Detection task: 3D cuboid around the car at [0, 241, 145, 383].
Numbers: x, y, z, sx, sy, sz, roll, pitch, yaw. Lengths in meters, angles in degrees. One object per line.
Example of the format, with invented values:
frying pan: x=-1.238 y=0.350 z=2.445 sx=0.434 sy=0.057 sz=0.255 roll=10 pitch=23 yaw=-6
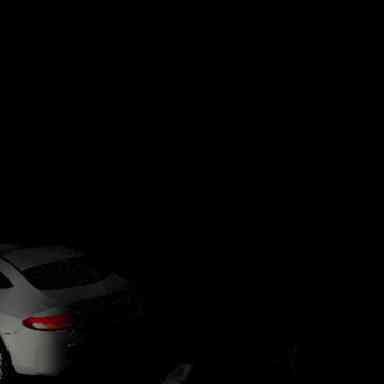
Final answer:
car: x=-2.783 y=1.523 z=5.235 sx=4.674 sy=1.452 sz=2.002 roll=0 pitch=0 yaw=35
